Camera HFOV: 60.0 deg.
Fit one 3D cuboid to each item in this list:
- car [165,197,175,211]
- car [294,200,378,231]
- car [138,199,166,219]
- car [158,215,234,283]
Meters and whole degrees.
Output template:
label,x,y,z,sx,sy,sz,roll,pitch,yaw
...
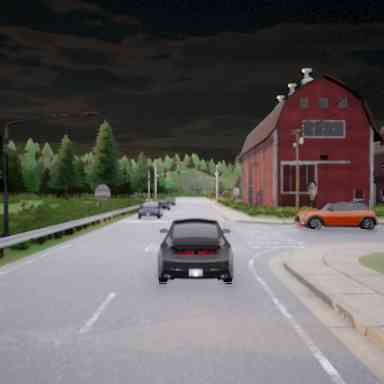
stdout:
label,x,y,z,sx,sy,sz,roll,pitch,yaw
car,-3.597,1.577,41.319,2.033,1.411,5.357,0,0,0
car,8.690,1.368,20.393,4.553,1.767,2.097,0,0,3
car,-3.599,1.547,29.557,1.812,1.442,4.674,0,0,0
car,0.090,1.512,9.678,1.837,1.490,4.892,0,0,0
